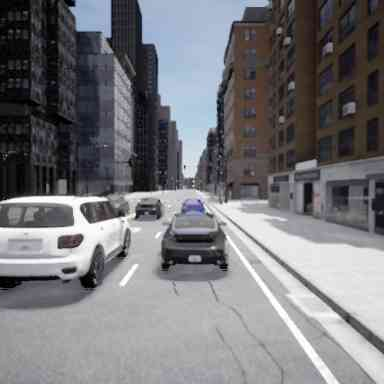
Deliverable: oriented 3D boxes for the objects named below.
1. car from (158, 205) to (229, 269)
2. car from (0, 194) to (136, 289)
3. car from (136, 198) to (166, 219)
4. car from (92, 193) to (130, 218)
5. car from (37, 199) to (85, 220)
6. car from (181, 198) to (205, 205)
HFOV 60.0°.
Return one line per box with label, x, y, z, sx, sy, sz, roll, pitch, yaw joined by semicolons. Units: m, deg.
car;0.081;1.378;10.606;1.837;1.490;4.892;0;0;0
car;-3.172;1.112;9.035;2.150;2.045;5.566;0;0;0
car;-3.172;1.207;25.724;1.837;1.490;4.892;0;1;0
car;-6.591;1.033;27.632;2.097;1.767;4.553;0;1;0
car;-9.847;1.270;25.406;1.994;1.385;4.181;0;1;0
car;0.081;1.221;26.368;1.812;1.442;4.674;0;1;0
